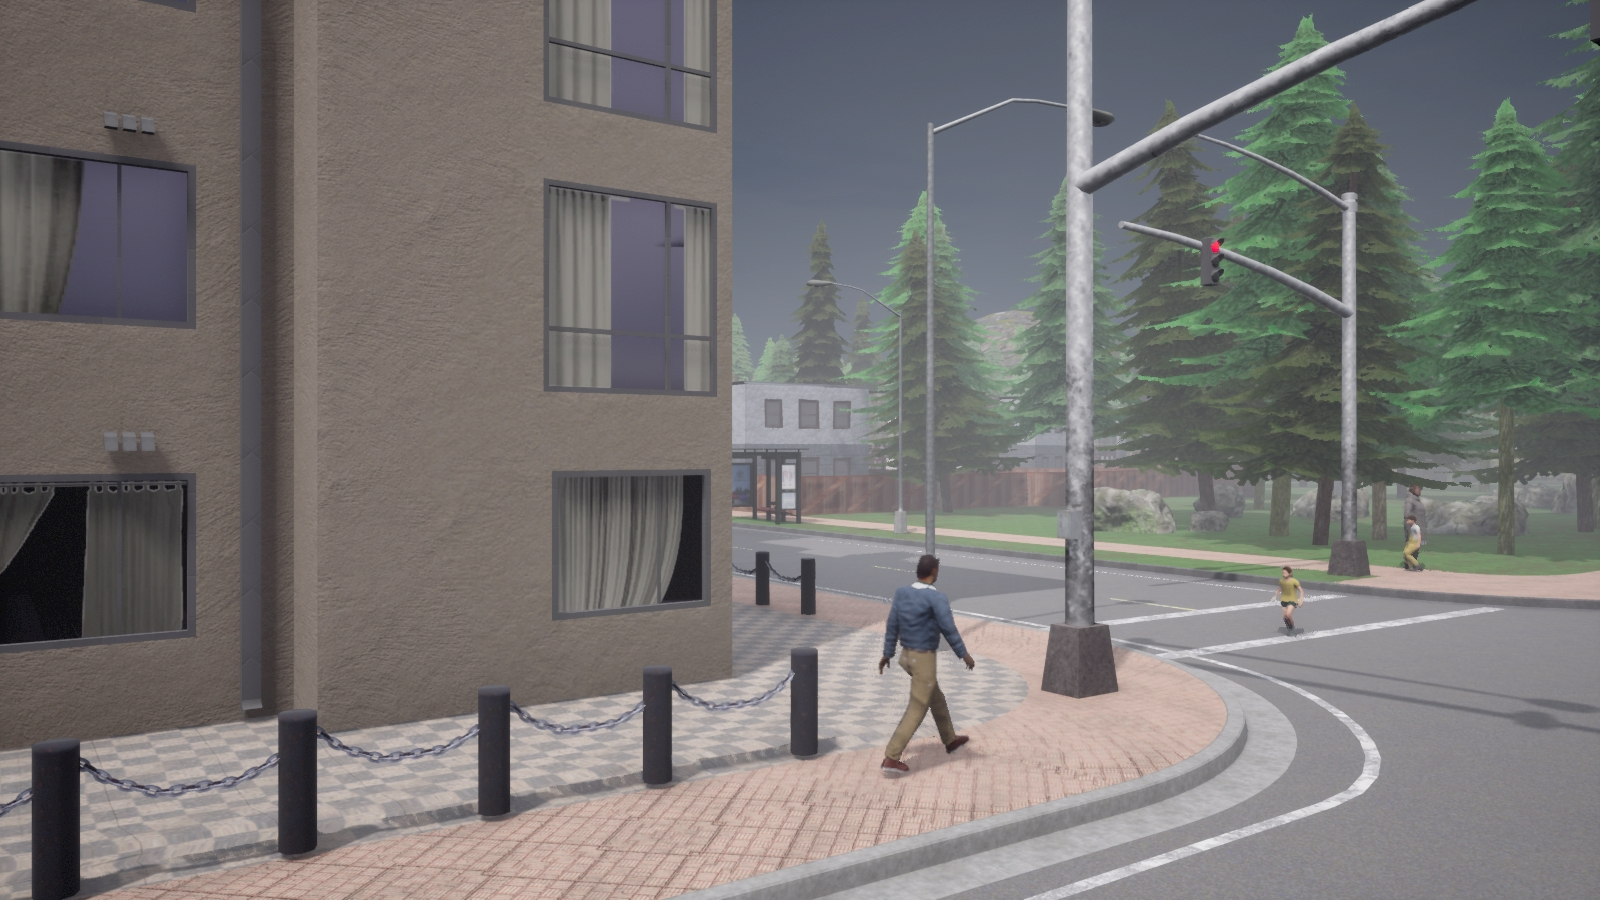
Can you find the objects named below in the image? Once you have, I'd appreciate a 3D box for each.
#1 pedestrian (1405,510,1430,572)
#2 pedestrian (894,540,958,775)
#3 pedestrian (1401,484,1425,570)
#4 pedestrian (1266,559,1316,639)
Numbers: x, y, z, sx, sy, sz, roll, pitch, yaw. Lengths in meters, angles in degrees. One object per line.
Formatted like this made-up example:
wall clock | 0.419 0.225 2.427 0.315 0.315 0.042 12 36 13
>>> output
pedestrian | 13.288 1.956 24.592 0.375 1.300 0.375 0 0 10
pedestrian | 1.047 1.694 9.486 0.375 1.860 0.375 0 0 -38
pedestrian | 13.501 1.676 25.158 0.375 1.860 0.375 0 0 -42
pedestrian | 7.333 2.209 17.063 0.500 1.100 0.500 0 0 -34
